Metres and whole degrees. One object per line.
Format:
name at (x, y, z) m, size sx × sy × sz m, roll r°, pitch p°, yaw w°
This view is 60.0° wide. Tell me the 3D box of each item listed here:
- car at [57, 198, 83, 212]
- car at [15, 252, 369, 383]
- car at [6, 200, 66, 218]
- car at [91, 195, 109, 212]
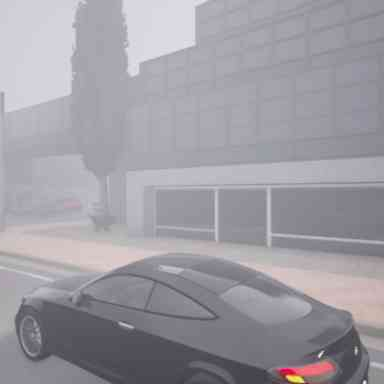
car at (-15.222, 1.529, 39.144) m, size 2.097 × 1.767 × 4.553 m, roll 0°, pitch 0°, yaw 36°
car at (-0.384, 1.539, 4.260) m, size 4.674 × 1.442 × 1.812 m, roll 0°, pitch 0°, yaw 36°
car at (-15.359, 1.760, 32.959) m, size 1.895 × 1.301 × 4.718 m, roll 0°, pitch 0°, yaw 36°
car at (-9.656, 1.381, 40.891) m, size 2.150 × 2.045 × 5.566 m, roll 0°, pitch 0°, yaw 35°
